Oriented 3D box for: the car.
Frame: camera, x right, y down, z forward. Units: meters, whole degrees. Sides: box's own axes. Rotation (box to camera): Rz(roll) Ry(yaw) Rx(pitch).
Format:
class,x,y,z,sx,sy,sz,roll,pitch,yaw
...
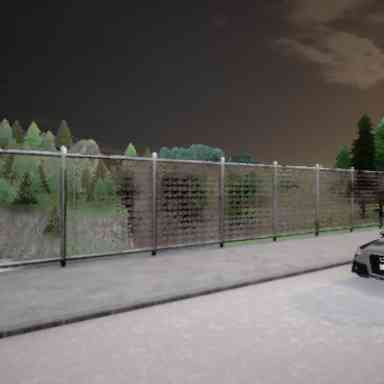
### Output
class,x,y,z,sx,sy,sz,roll,pitch,yaw
car,5.985,1.499,8.481,4.181,1.385,1.994,0,1,-33
